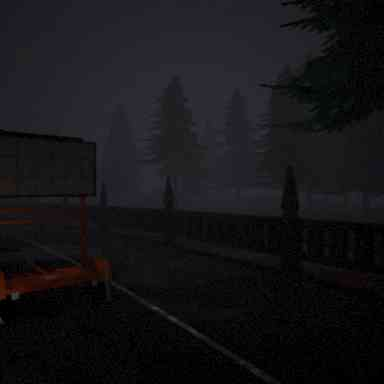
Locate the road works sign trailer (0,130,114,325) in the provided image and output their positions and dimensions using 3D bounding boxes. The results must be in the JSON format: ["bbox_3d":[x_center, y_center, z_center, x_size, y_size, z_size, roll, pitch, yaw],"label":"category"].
[{"bbox_3d":[-3.406,0.515,7.492,2.380,3.560,2.880,0,0,-38],"label":"road works sign trailer"}]
